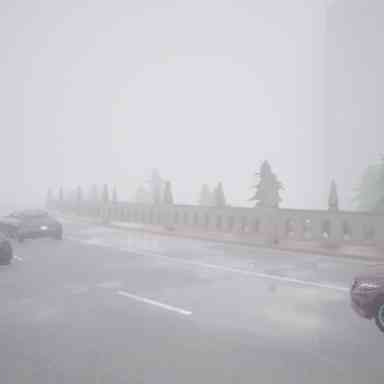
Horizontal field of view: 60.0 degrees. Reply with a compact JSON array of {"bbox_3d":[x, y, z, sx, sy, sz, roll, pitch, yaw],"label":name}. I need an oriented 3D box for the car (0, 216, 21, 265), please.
[{"bbox_3d":[-7.351,1.538,10.585,4.181,1.385,1.994,0,0,44],"label":"car"}]

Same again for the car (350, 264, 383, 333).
[{"bbox_3d":[4.917,1.556,4.892,4.674,1.442,1.812,0,0,35],"label":"car"}]

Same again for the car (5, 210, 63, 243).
[{"bbox_3d":[-7.897,1.540,16.092,1.994,1.385,4.181,0,0,-44],"label":"car"}]
